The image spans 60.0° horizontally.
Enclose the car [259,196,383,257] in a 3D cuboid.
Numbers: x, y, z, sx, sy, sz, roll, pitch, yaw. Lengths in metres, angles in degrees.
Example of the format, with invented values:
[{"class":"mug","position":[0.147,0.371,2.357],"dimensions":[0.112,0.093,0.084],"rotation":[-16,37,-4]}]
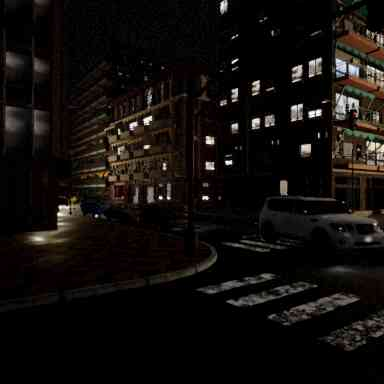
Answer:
[{"class":"car","position":[4.815,1.195,13.358],"dimensions":[2.150,2.045,5.566],"rotation":[1,-1,-19]}]

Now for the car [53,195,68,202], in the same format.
[{"class":"car","position":[-27.954,1.360,70.697],"dimensions":[1.967,1.590,4.097],"rotation":[0,0,-36]}]

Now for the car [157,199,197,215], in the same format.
[{"class":"car","position":[-1.618,1.487,34.037],"dimensions":[1.752,1.417,4.829],"rotation":[0,0,-36]}]

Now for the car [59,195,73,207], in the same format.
[{"class":"car","position":[-19.806,1.507,49.601],"dimensions":[1.994,1.385,4.181],"rotation":[0,0,-36]}]

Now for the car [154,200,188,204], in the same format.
[{"class":"car","position":[-2.349,1.493,25.132],"dimensions":[2.033,1.411,5.357],"rotation":[0,0,-36]}]

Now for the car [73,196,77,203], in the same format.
[{"class":"car","position":[-21.445,1.447,61.636],"dimensions":[1.752,1.417,4.829],"rotation":[0,0,-36]}]

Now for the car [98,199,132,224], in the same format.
[{"class":"car","position":[-4.920,1.458,24.272],"dimensions":[1.752,1.417,4.829],"rotation":[0,0,-36]}]

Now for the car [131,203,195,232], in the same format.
[{"class":"car","position":[-1.716,1.525,19.811],"dimensions":[1.802,1.307,4.206],"rotation":[0,0,-36]}]

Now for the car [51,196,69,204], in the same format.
[{"class":"car","position":[-24.402,1.456,61.292],"dimensions":[2.033,1.411,5.357],"rotation":[0,0,-35]}]

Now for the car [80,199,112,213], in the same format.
[{"class":"car","position":[-10.681,1.526,36.745],"dimensions":[1.895,1.301,4.718],"rotation":[0,0,-36]}]

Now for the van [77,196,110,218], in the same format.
[{"class":"van","position":[-8.323,1.265,29.010],"dimensions":[1.690,1.788,3.998],"rotation":[0,0,-36]}]
